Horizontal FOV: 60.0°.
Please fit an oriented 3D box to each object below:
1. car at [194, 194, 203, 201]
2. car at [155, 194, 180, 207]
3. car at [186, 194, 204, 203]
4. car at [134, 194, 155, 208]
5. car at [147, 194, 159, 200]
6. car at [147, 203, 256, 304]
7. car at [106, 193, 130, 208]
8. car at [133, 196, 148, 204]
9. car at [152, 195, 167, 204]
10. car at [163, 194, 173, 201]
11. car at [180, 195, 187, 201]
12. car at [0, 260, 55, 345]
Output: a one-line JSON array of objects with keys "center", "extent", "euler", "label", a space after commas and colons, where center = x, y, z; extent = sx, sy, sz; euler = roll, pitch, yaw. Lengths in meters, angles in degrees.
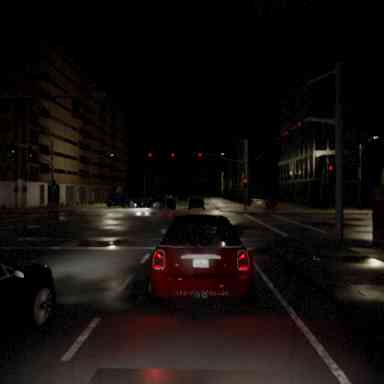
[{"center": [1.487, 1.315, 77.654], "extent": [2.128, 1.511, 4.902], "euler": [0, 0, 2], "label": "car"}, {"center": [-2.947, 1.381, 41.033], "extent": [2.128, 1.511, 4.902], "euler": [0, 0, 1], "label": "car"}, {"center": [0.575, 1.363, 42.522], "extent": [1.882, 1.535, 5.008], "euler": [0, 0, 1], "label": "car"}, {"center": [-6.529, 1.364, 46.683], "extent": [2.128, 1.511, 4.902], "euler": [0, 0, 2], "label": "car"}, {"center": [-9.029, 1.218, 77.292], "extent": [1.895, 1.301, 4.718], "euler": [0, 0, 2], "label": "car"}, {"center": [0.235, 1.329, 8.255], "extent": [2.097, 1.767, 4.553], "euler": [0, 0, 2], "label": "car"}, {"center": [-10.054, 1.100, 45.738], "extent": [2.150, 2.045, 5.566], "euler": [0, 0, 1], "label": "car"}, {"center": [-9.554, 1.397, 62.090], "extent": [1.994, 1.385, 4.181], "euler": [0, 0, 2], "label": "car"}, {"center": [-6.058, 1.381, 61.831], "extent": [2.033, 1.411, 5.357], "euler": [0, 0, 2], "label": "car"}, {"center": [-5.565, 1.214, 76.106], "extent": [1.812, 1.442, 4.674], "euler": [0, 0, 2], "label": "car"}, {"center": [-2.072, 1.334, 75.815], "extent": [2.033, 1.411, 5.357], "euler": [0, 0, 2], "label": "car"}, {"center": [-3.388, 1.481, 4.032], "extent": [2.128, 1.511, 4.902], "euler": [0, 0, 2], "label": "car"}]
